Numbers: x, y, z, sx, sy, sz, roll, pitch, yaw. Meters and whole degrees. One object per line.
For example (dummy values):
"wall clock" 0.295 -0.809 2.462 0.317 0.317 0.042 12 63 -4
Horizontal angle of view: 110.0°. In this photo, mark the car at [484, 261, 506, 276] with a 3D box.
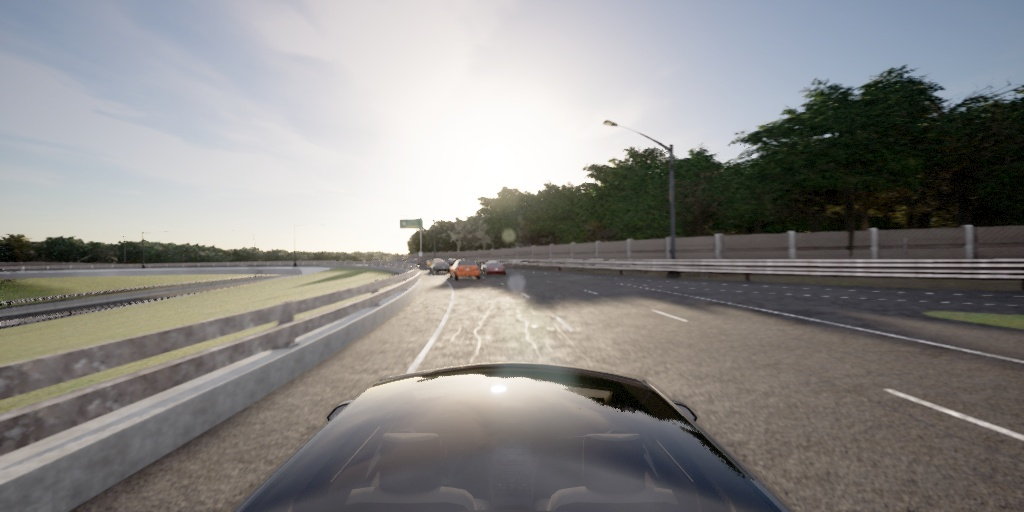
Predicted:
"car" -2.062 1.214 35.909 1.994 1.385 4.181 -1 0 -18

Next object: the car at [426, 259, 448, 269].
"car" -12.119 1.228 57.486 1.882 1.535 5.008 -1 0 -31

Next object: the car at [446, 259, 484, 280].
"car" -4.120 1.061 30.747 2.097 1.767 4.553 -1 0 -16

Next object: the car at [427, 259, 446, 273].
"car" -8.718 1.308 43.462 1.994 1.385 4.181 -1 0 -24
